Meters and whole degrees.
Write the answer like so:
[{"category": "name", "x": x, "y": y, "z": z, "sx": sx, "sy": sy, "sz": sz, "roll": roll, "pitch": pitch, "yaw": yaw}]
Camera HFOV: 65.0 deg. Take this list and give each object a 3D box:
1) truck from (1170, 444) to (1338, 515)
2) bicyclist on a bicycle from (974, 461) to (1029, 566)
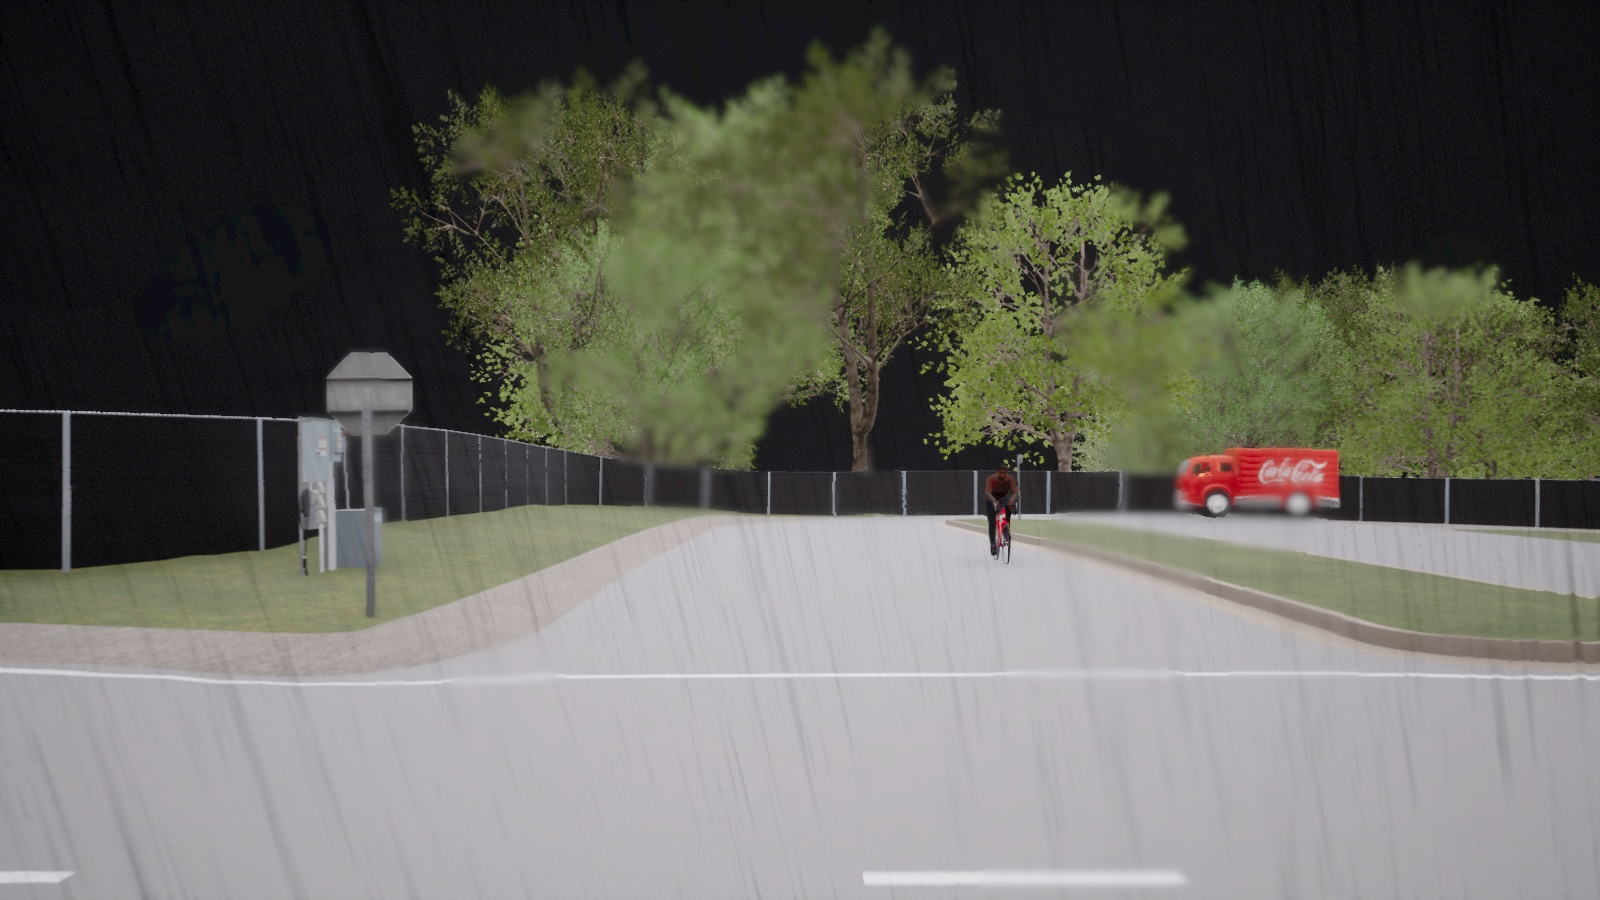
[{"category": "truck", "x": 16.184, "y": 1.059, "z": 45.063, "sx": 5.204, "sy": 2.467, "sz": 2.627, "roll": 0, "pitch": -1, "yaw": 7}, {"category": "bicyclist on a bicycle", "x": 3.263, "y": 1.005, "z": 20.433, "sx": 0.582, "sy": 1.620, "sz": 1.656, "roll": -1, "pitch": -1, "yaw": -1}]
